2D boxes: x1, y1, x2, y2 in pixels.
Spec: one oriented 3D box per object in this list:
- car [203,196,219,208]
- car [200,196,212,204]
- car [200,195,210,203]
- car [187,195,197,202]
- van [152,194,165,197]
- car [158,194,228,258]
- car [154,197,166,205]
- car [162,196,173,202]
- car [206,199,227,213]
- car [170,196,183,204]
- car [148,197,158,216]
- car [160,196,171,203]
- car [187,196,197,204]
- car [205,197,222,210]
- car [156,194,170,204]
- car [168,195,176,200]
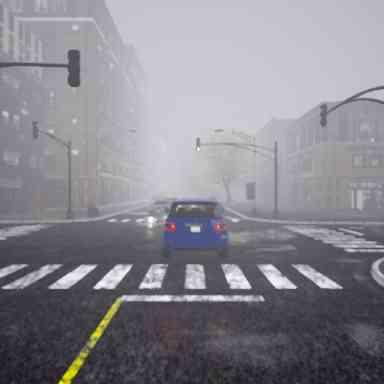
[{"bbox_3d":[2.720,1.449,48.422,1.967,1.590,4.097,0,0,0],"label":"car"},{"bbox_3d":[2.731,1.580,65.513,2.008,1.369,4.403,0,0,0],"label":"car"},{"bbox_3d":[2.734,1.479,71.210,1.967,1.590,4.097,0,0,0],"label":"car"},{"bbox_3d":[0.048,1.482,74.220,2.128,1.511,4.902,0,0,0],"label":"car"},{"bbox_3d":[-5.657,1.356,54.126,1.690,1.788,3.998,0,0,0],"label":"van"},{"bbox_3d":[0.110,1.215,12.824,2.150,2.045,5.566,0,0,0],"label":"car"},{"bbox_3d":[-5.653,1.603,59.823,1.802,1.307,4.206,0,0,0],"label":"car"},{"bbox_3d":[-5.643,1.601,76.913,2.008,1.369,4.403,0,0,0],"label":"car"},{"bbox_3d":[2.714,1.550,37.029,2.008,1.369,4.403,0,0,0],"label":"car"},{"bbox_3d":[-2.965,1.519,64.528,2.128,1.511,4.902,0,0,0],"label":"car"},{"bbox_3d":[-3.045,1.522,32.637,1.812,1.442,4.674,0,0,-1],"label":"car"},{"bbox_3d":[-5.646,1.605,71.217,1.947,1.339,4.313,0,0,0],"label":"car"},{"bbox_3d":[0.042,1.553,64.213,1.812,1.442,4.674,0,0,0],"label":"car"},{"bbox_3d":[2.717,1.444,42.726,1.967,1.590,4.097,0,0,0],"label":"car"},{"bbox_3d":[-5.650,1.345,65.520,2.192,1.841,5.009,0,0,0],"label":"car"},{"bbox_3d":[-5.633,1.611,93.834,1.752,1.417,4.829,0,0,0],"label":"car"}]
